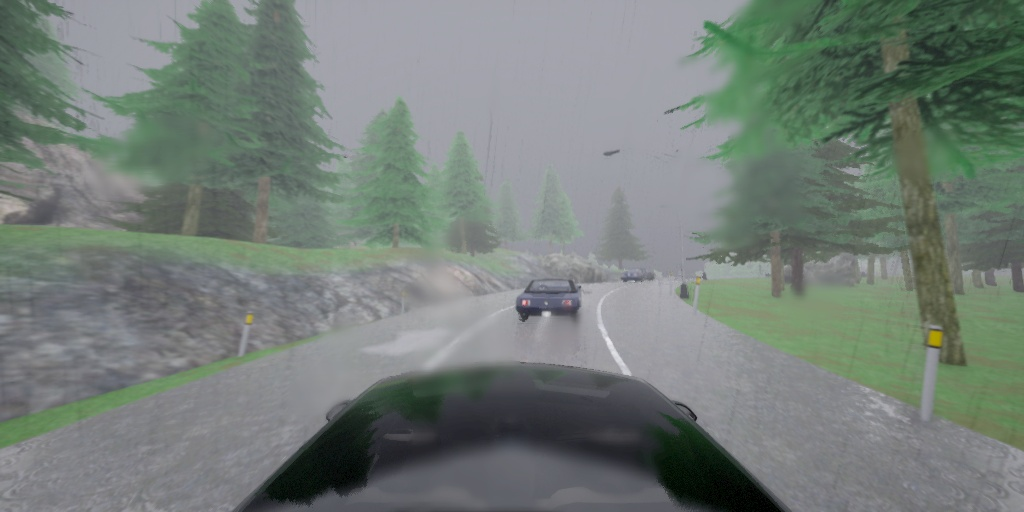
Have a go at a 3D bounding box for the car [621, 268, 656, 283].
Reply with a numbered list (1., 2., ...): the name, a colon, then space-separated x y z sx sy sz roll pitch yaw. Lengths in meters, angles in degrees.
1. car: 12.525 1.874 35.468 2.033 1.411 5.357 -5 -4 39

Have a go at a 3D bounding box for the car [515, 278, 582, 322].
1. car: 1.466 1.409 12.472 1.895 1.301 4.718 -1 -1 12
